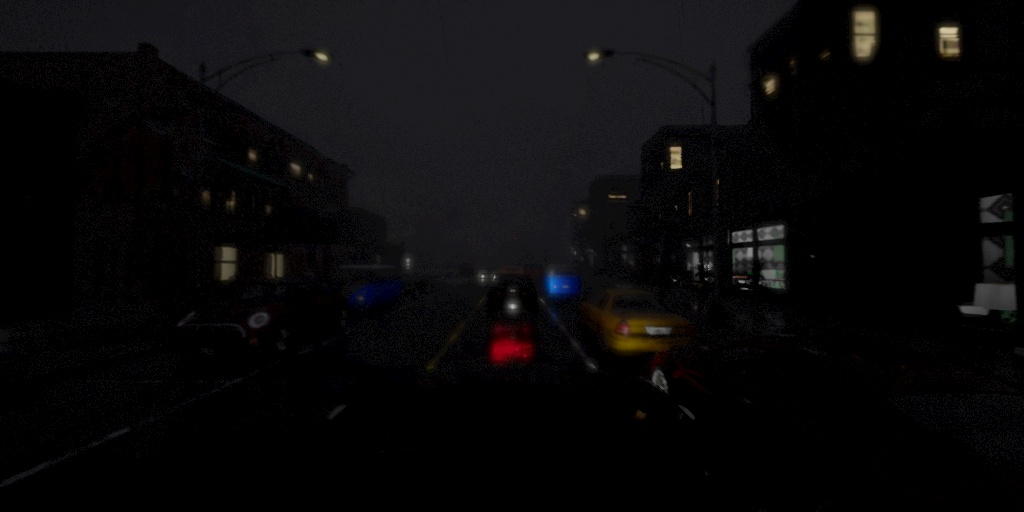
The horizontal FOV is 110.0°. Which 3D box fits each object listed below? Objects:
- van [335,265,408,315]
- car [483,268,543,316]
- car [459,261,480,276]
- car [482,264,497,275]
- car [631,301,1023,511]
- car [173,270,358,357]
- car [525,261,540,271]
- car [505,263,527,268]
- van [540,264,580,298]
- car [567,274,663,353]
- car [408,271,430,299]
[{"bbox_3d":[-5.693,1.254,14.247,1.690,1.789,3.998,0,0,0],"label":"van"},{"bbox_3d":[0.043,1.418,14.149,1.837,1.490,4.892,0,0,0],"label":"car"},{"bbox_3d":[-5.702,1.648,47.504,2.192,1.841,5.009,0,0,0],"label":"car"},{"bbox_3d":[-3.102,1.834,49.403,1.882,1.535,5.008,0,-1,0],"label":"car"},{"bbox_3d":[2.690,1.351,3.176,1.802,1.307,4.207,0,0,0],"label":"car"},{"bbox_3d":[-5.692,1.281,8.705,1.967,1.591,4.097,0,0,0],"label":"car"},{"bbox_3d":[2.680,1.705,41.976,1.967,1.591,4.097,0,0,0],"label":"car"},{"bbox_3d":[0.046,1.596,30.326,1.882,1.535,5.008,0,0,0],"label":"car"},{"bbox_3d":[2.686,1.325,19.806,1.690,1.789,3.998,0,0,0],"label":"van"},{"bbox_3d":[2.689,1.367,8.889,1.751,1.417,4.829,0,0,0],"label":"car"},{"bbox_3d":[-5.695,1.535,19.790,2.007,1.370,4.403,0,0,0],"label":"car"}]
